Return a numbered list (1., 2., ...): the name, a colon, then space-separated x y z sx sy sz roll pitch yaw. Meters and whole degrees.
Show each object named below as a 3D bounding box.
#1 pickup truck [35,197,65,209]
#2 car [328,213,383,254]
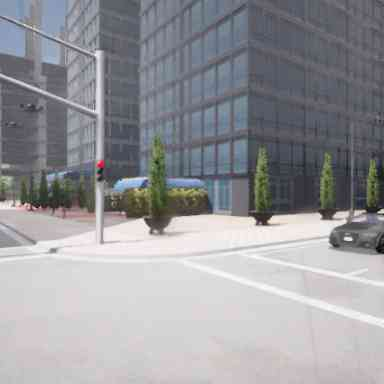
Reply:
1. pickup truck: -18.598 1.067 44.037 2.390 2.098 6.274 0 0 -6
2. car: 7.470 1.573 13.600 4.181 1.385 1.994 0 0 -35
